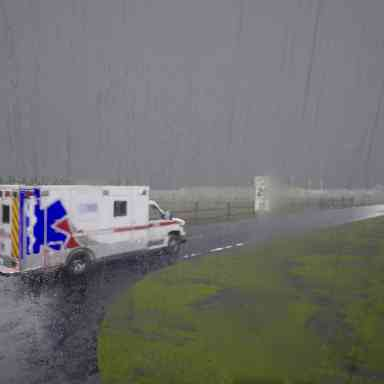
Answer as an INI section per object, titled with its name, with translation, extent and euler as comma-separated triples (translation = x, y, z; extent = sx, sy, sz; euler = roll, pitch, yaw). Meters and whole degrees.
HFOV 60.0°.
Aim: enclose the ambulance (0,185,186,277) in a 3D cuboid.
[ambulance]
translation = -2.903, 1.031, 10.570
extent = 2.351, 2.431, 6.366
euler = 1, 1, 41
